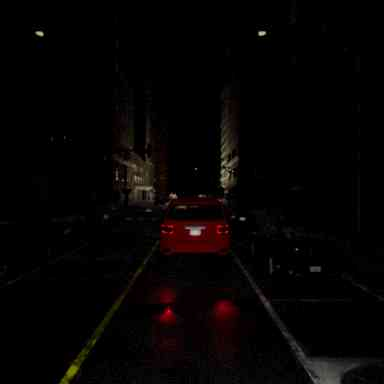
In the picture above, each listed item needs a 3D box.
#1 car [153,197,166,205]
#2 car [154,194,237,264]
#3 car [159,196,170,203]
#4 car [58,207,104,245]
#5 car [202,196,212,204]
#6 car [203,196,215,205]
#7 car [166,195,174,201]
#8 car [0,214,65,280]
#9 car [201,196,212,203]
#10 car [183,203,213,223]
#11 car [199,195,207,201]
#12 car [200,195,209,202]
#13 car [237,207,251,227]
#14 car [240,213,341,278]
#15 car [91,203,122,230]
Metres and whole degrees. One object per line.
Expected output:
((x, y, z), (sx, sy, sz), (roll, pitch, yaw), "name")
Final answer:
((-5.642, 1.612, 57.980), (1.802, 1.307, 4.206), (0, 0, 0), "car")
((0.095, 1.220, 11.906), (2.150, 2.045, 5.566), (0, 0, 0), "car")
((-5.623, 1.599, 68.797), (2.008, 1.369, 4.403), (0, 0, 0), "car")
((-5.671, 1.580, 15.376), (1.802, 1.307, 4.206), (0, 0, 0), "car")
((2.892, 1.564, 63.547), (1.752, 1.417, 4.829), (0, 0, 0), "car")
((2.883, 1.470, 57.968), (1.967, 1.590, 4.097), (0, 0, 0), "car")
((-5.596, 1.617, 84.853), (1.752, 1.417, 4.829), (0, 0, 0), "car")
((-5.670, 1.564, 9.874), (1.947, 1.339, 4.313), (0, 0, 0), "car")
((2.902, 1.599, 68.786), (2.008, 1.369, 4.403), (0, 0, 0), "car")
((0.600, 1.599, 26.504), (1.895, 1.301, 4.718), (0, 0, 7), "car")
((2.937, 1.551, 90.422), (1.967, 1.590, 4.097), (0, 0, 0), "car")
((2.919, 1.516, 79.604), (1.967, 1.590, 4.097), (0, 0, 0), "car")
((2.854, 1.564, 20.878), (1.947, 1.339, 4.313), (0, 0, 0), "car")
((2.855, 1.550, 9.875), (2.008, 1.369, 4.403), (0, 0, 0), "car")
((-5.672, 1.438, 20.877), (1.967, 1.590, 4.097), (0, 0, 0), "car")
